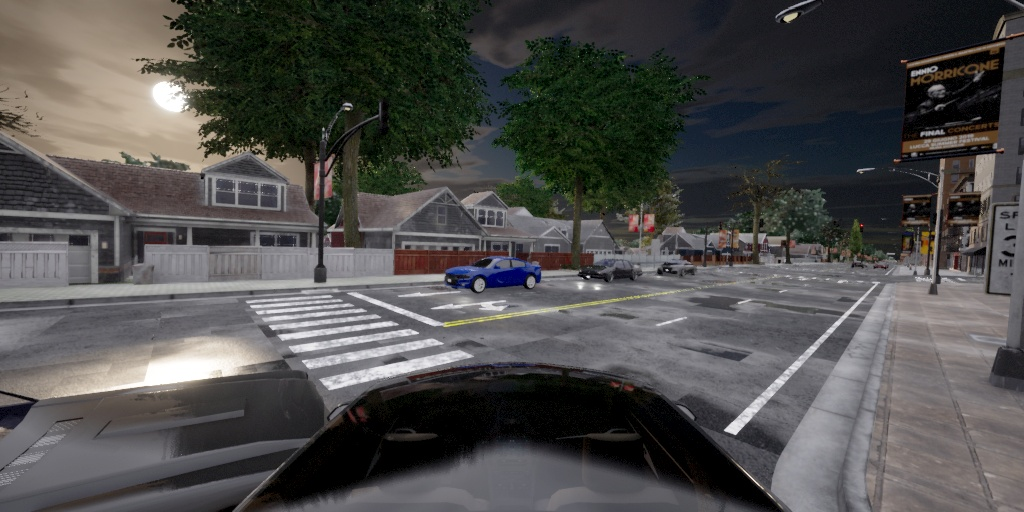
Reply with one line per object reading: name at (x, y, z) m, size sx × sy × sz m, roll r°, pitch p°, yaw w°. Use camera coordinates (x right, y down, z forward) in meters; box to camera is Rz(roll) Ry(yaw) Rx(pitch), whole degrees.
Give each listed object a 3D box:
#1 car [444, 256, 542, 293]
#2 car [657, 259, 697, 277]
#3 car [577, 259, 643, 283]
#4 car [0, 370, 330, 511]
car at (-0.768, 0.762, 16.667) m, size 5.008 × 1.535 × 1.882 m, roll 0°, pitch 3°, yaw -43°
car at (13.920, 0.964, 30.164) m, size 4.181 × 1.385 × 1.994 m, roll 0°, pitch 3°, yaw -43°
car at (6.560, 0.888, 23.415) m, size 5.357 × 1.411 × 2.033 m, roll 0°, pitch 3°, yaw -43°
car at (-3.325, 1.280, 1.540) m, size 4.718 × 1.301 × 1.895 m, roll 1°, pitch 2°, yaw -33°
